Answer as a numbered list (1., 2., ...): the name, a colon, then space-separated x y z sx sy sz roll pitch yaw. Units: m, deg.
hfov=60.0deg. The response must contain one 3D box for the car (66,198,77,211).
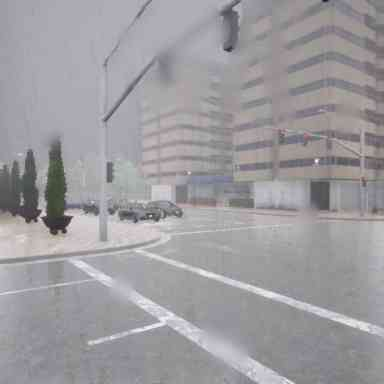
1. car: -15.297 1.478 41.777 1.882 1.535 5.008 0 0 -35

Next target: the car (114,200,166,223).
1. car: -4.135 1.564 25.786 1.994 1.385 4.181 0 0 -35

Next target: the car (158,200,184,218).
1. car: -2.612 1.505 29.718 1.837 1.490 4.892 0 0 -35

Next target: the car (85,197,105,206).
1. car: -16.407 1.564 55.918 1.994 1.385 4.181 0 0 -35

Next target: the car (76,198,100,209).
1. car: -14.754 1.564 47.126 1.994 1.385 4.181 0 0 -35

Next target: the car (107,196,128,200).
1. car: -7.912 1.491 37.308 2.128 1.511 4.902 0 0 -35

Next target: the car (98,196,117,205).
1. car: -15.555 1.526 60.807 1.812 1.442 4.674 0 0 -35

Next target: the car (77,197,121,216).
1. car: -9.429 1.547 33.362 2.033 1.411 5.357 0 0 -35
